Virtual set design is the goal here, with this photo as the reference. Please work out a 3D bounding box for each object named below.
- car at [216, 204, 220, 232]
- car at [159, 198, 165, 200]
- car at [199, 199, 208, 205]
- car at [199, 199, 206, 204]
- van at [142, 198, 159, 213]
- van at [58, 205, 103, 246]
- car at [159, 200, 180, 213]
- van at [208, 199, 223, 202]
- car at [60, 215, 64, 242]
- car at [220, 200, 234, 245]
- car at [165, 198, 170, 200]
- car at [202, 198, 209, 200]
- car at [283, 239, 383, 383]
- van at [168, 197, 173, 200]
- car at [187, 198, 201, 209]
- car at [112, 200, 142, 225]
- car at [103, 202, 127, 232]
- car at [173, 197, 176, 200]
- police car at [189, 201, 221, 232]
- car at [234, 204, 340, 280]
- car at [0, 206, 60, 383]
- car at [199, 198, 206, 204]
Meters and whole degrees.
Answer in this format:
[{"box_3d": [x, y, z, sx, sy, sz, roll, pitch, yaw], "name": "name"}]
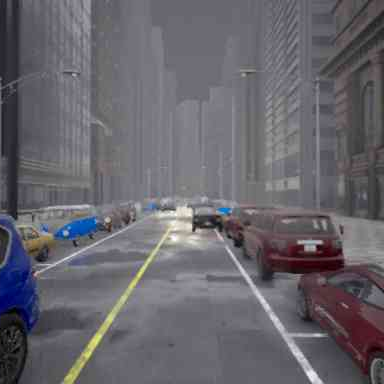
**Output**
[{"box_3d": [2.787, 1.756, 21.571, 1.752, 1.417, 4.829, 0, -1, 0], "name": "car"}, {"box_3d": [-5.708, 1.845, 49.446, 2.192, 1.841, 5.009, 0, -1, 0], "name": "car"}, {"box_3d": [2.853, 2.464, 83.097, 1.947, 1.339, 4.313, 0, -1, 0], "name": "car"}, {"box_3d": [2.859, 2.487, 88.877, 1.752, 1.417, 4.829, 0, -1, 0], "name": "car"}, {"box_3d": [-5.714, 1.810, 43.837, 1.690, 1.788, 3.998, 0, -1, 0], "name": "van"}, {"box_3d": [-5.745, 1.510, 15.791, 1.690, 1.788, 3.998, 0, -1, 0], "name": "van"}, {"box_3d": [-3.040, 2.074, 44.204, 1.895, 1.301, 4.718, 0, -1, 0], "name": "car"}, {"box_3d": [2.799, 1.690, 32.620, 1.690, 1.788, 3.998, 0, -1, 0], "name": "van"}, {"box_3d": [-5.751, 1.632, 10.010, 1.752, 1.417, 4.829, 0, -1, 0], "name": "car"}, {"box_3d": [2.781, 1.484, 15.794, 2.192, 1.841, 5.009, 0, -1, 0], "name": "car"}, {"box_3d": [-5.696, 2.203, 60.662, 2.008, 1.369, 4.403, 0, -1, 0], "name": "car"}, {"box_3d": [2.811, 1.785, 43.838, 2.192, 1.841, 5.009, 0, -1, 0], "name": "car"}, {"box_3d": [2.768, 1.632, 4.574, 1.802, 1.307, 4.206, 0, -1, 0], "name": "car"}, {"box_3d": [-5.684, 2.116, 71.883, 1.690, 1.788, 3.998, 0, -1, 0], "name": "van"}, {"box_3d": [0.063, 2.167, 57.628, 2.033, 1.411, 5.357, 0, -1, 0], "name": "car"}, {"box_3d": [-5.732, 1.603, 27.009, 2.192, 1.841, 5.009, 0, -1, 0], "name": "car"}, {"box_3d": [-5.739, 1.668, 21.399, 1.967, 1.590, 4.097, 0, -1, 0], "name": "car"}, {"box_3d": [-5.672, 2.338, 83.100, 1.967, 1.590, 4.097, 0, -1, 0], "name": "car"}, {"box_3d": [0.924, 1.662, 22.075, 1.930, 1.638, 5.238, 0, -1, 0], "name": "police car"}, {"box_3d": [2.775, 1.424, 10.185, 2.192, 1.841, 5.009, 0, -1, 0], "name": "car"}, {"box_3d": [-3.107, 1.246, 2.178, 2.150, 2.045, 5.566, 0, -1, 1], "name": "car"}, {"box_3d": [2.865, 2.550, 94.485, 1.752, 1.417, 4.829, 0, -1, 0], "name": "car"}]
